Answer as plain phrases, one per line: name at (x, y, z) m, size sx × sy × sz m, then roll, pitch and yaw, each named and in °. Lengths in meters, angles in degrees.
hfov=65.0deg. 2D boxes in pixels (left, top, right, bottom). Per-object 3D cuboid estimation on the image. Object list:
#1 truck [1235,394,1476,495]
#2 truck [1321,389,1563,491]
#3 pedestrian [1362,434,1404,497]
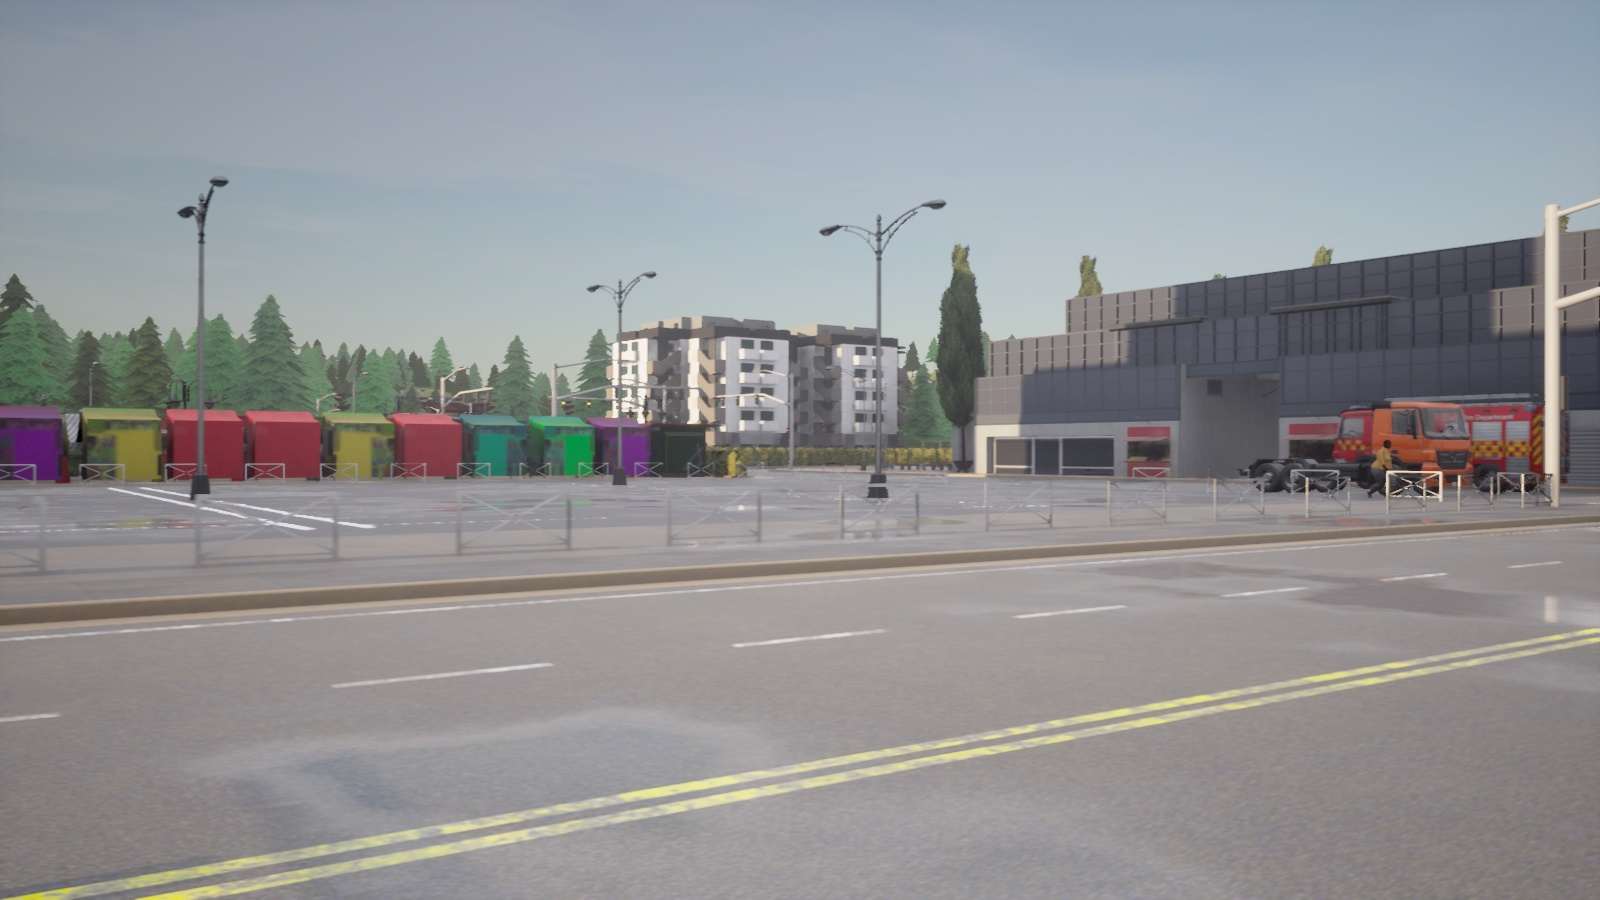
truck at (20.554, -0.165, 47.011) m, size 2.891 × 3.462 × 7.936 m, roll 0°, pitch 0°, yaw -33°
truck at (26.022, -0.349, 51.432) m, size 2.891 × 3.827 × 8.468 m, roll 0°, pitch 0°, yaw -34°
pedestrian at (17.473, 0.459, 37.642) m, size 0.900 × 1.855 × 0.874 m, roll 0°, pitch 0°, yaw 44°
